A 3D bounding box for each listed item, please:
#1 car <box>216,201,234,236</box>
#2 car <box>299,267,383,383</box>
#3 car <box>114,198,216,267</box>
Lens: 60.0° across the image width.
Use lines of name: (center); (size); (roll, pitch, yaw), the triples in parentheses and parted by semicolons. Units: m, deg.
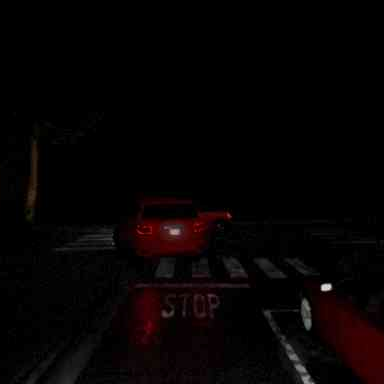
car: (-0.202, 1.276, 17.203); (4.553, 1.767, 2.097); (-1, 1, 0)
car: (2.627, 1.540, 3.817); (1.887, 1.381, 4.507); (-1, 0, 0)
car: (-1.353, 1.227, 11.662); (2.150, 2.045, 5.566); (-1, -1, -19)
